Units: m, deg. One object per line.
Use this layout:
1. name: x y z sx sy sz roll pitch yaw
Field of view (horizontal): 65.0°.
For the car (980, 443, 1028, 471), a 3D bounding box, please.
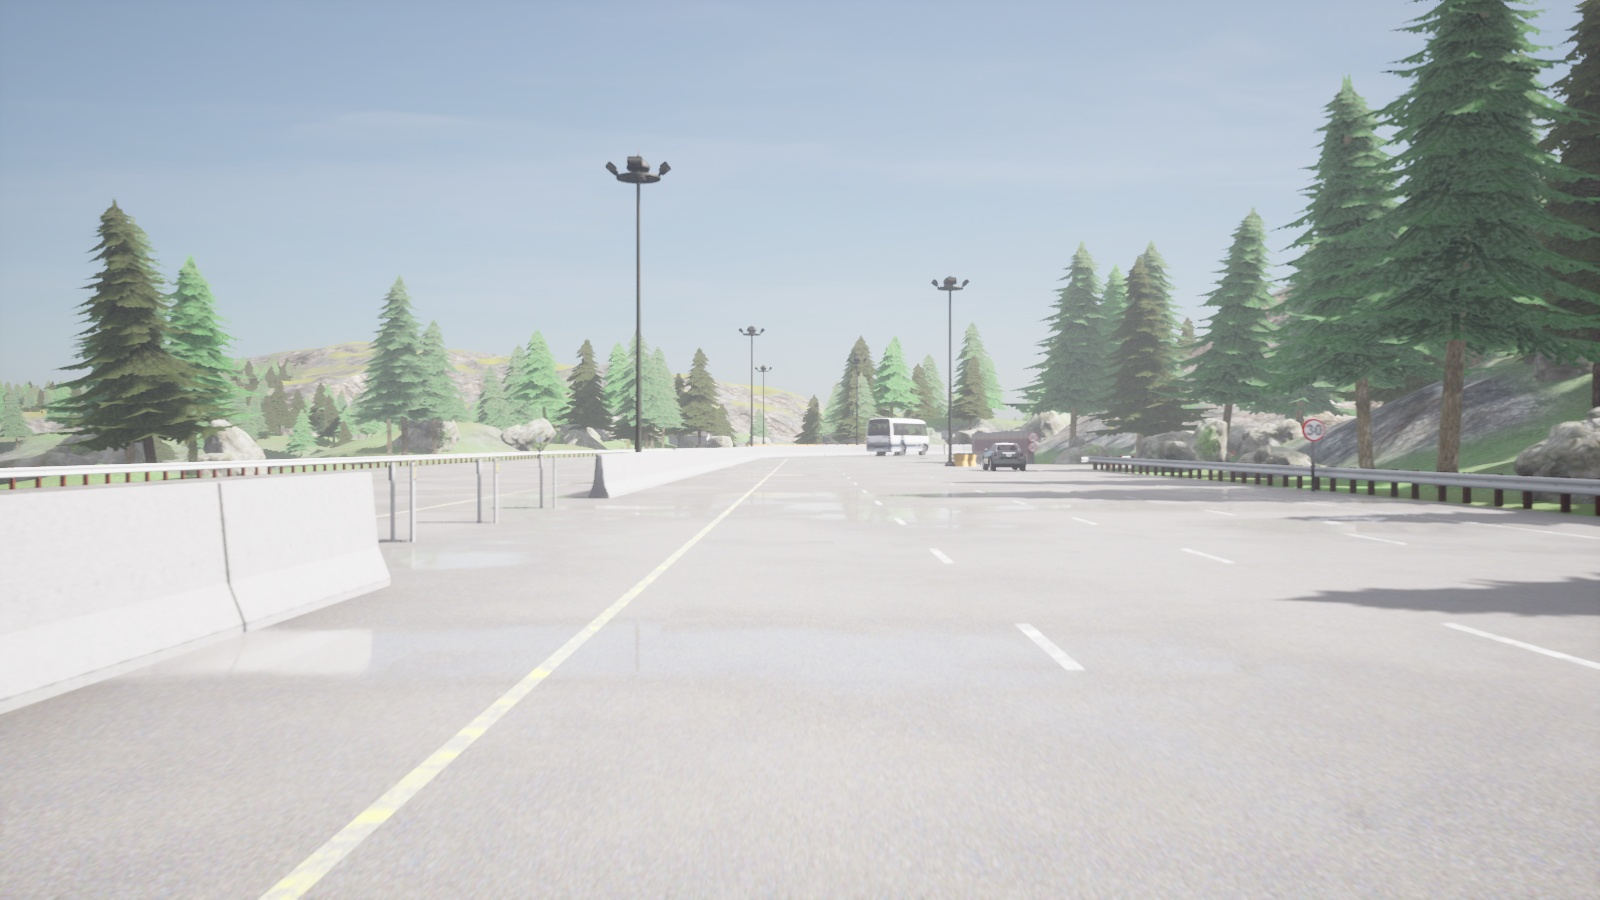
1. car: 10.893 0.342 67.265 1.970 1.475 3.806 0 0 0
